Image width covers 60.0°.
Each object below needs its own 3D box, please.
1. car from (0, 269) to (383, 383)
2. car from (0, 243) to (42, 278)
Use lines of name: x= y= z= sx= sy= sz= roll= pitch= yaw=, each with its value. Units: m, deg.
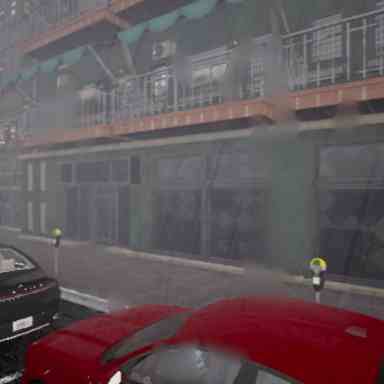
car: x=0.445 y=1.544 z=2.552 sx=4.507 sy=1.381 sz=1.887 roll=0 pitch=0 yaw=36
car: x=-4.062 y=1.546 z=5.767 sx=4.403 sy=1.369 sz=2.008 roll=0 pitch=0 yaw=35
